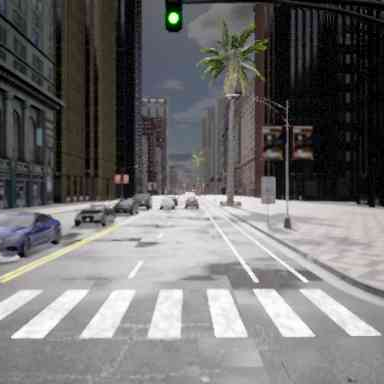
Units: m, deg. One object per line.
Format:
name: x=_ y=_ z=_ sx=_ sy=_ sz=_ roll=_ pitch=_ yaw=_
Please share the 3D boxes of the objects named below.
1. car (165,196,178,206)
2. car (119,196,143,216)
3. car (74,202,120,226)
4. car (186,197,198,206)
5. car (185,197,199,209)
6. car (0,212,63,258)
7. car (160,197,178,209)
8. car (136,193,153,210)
car: x=-3.256 y=1.474 z=54.441 sx=1.882 sy=1.535 sz=5.008 roll=0 pitch=0 yaw=0
car: x=-6.504 y=1.475 z=33.190 sx=1.882 sy=1.535 sz=5.008 roll=0 pitch=0 yaw=0
car: x=-6.588 y=1.562 z=22.967 sx=1.994 sy=1.385 sz=4.181 roll=0 pitch=0 yaw=0
car: x=-0.006 y=1.544 z=55.511 sx=2.033 sy=1.411 sz=5.357 roll=0 pitch=0 yaw=0
car: x=-0.005 y=1.522 z=45.290 sx=1.812 sy=1.442 sz=4.674 roll=0 pitch=0 yaw=0
car: x=-6.586 y=1.524 z=12.961 sx=1.812 sy=1.442 sz=4.674 roll=0 pitch=0 yaw=-1
car: x=-3.256 y=1.522 z=44.437 sx=1.812 sy=1.442 sz=4.674 roll=0 pitch=0 yaw=0
car: x=-6.505 y=1.218 z=43.803 sx=2.150 sy=2.045 sz=5.566 roll=0 pitch=0 yaw=0
